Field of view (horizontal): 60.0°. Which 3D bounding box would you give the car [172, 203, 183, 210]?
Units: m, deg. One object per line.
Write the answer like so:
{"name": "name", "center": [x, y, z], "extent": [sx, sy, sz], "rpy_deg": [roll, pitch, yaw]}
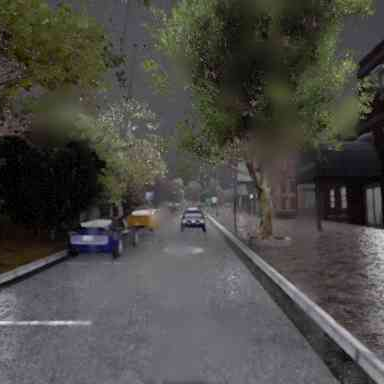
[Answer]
{"name": "car", "center": [-3.189, 3.314, 76.018], "extent": [2.097, 1.535, 5.008], "rpy_deg": [0, -2, 2]}

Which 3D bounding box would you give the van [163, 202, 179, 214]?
{"name": "van", "center": [-3.647, 2.582, 53.365], "extent": [1.878, 1.987, 4.442], "rpy_deg": [1, -1, 2]}

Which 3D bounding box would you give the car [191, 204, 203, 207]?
{"name": "car", "center": [0.084, 2.590, 42.898], "extent": [1.812, 1.442, 4.674], "rpy_deg": [0, -1, 0]}

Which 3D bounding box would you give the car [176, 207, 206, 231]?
{"name": "car", "center": [0.089, 2.118, 24.953], "extent": [2.033, 1.411, 5.357], "rpy_deg": [0, -2, 0]}

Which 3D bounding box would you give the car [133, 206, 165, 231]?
{"name": "car", "center": [-3.647, 2.063, 25.397], "extent": [2.097, 1.535, 5.008], "rpy_deg": [1, -2, 2]}

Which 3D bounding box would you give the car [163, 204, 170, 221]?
{"name": "car", "center": [-3.656, 2.217, 30.956], "extent": [2.097, 1.535, 5.008], "rpy_deg": [0, -1, 2]}

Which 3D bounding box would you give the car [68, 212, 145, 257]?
{"name": "car", "center": [-3.641, 1.785, 14.291], "extent": [2.163, 1.488, 4.792], "rpy_deg": [1, -2, 2]}

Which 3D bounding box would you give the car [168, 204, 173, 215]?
{"name": "car", "center": [-3.661, 2.401, 36.560], "extent": [2.163, 1.488, 4.792], "rpy_deg": [0, -1, 2]}

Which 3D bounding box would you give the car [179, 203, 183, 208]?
{"name": "car", "center": [-3.428, 3.072, 64.610], "extent": [2.231, 1.521, 4.892], "rpy_deg": [0, -1, 2]}

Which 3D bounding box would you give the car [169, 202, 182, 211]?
{"name": "car", "center": [-3.429, 3.066, 70.320], "extent": [2.185, 1.767, 4.553], "rpy_deg": [-1, -1, 2]}
